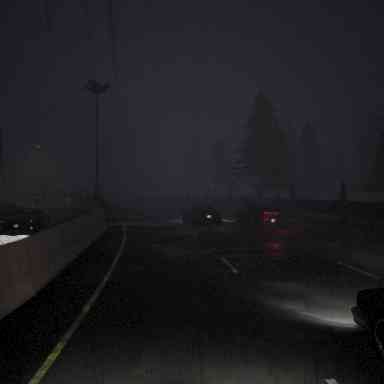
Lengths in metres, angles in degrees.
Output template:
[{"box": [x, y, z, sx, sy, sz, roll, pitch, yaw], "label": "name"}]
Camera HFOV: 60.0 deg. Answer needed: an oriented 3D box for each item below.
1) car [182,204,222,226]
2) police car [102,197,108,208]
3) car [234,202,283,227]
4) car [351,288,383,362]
[{"box": [0.613, 1.520, 22.893, 1.994, 1.385, 4.181, 0, 0, -13], "label": "car"}, {"box": [-13.276, 1.364, 46.603, 1.930, 1.638, 5.238, 0, 0, -28], "label": "police car"}, {"box": [4.342, 1.454, 22.316, 1.837, 1.490, 4.892, 0, 0, -12], "label": "car"}, {"box": [3.439, 1.536, 2.612, 2.033, 1.411, 5.357, 0, 0, -2], "label": "car"}]
